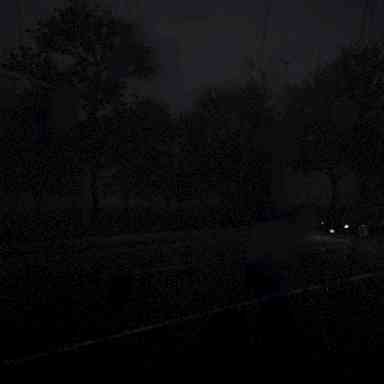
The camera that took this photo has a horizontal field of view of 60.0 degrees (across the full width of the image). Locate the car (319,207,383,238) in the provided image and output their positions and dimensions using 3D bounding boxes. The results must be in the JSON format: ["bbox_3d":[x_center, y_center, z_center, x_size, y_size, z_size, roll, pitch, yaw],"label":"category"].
[{"bbox_3d":[9.155,1.502,17.291,5.357,1.411,2.033,0,0,-27],"label":"car"}]
